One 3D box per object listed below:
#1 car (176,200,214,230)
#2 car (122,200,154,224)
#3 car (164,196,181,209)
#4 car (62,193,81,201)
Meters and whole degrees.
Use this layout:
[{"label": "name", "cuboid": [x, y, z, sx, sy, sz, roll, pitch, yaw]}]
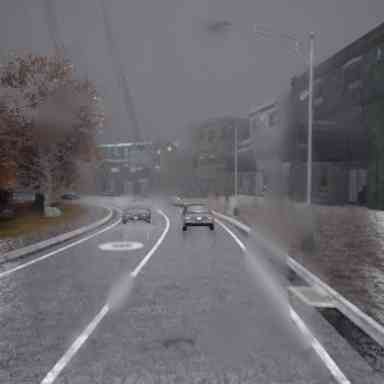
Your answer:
[{"label": "car", "cuboid": [0.246, 1.442, 20.357, 2.033, 1.411, 5.357, 0, 1, -3]}, {"label": "car", "cuboid": [-3.763, 1.369, 23.378, 1.837, 1.490, 4.892, 0, 0, -5]}, {"label": "car", "cuboid": [-2.263, 1.170, 39.646, 2.033, 1.411, 5.357, -1, 1, -11]}, {"label": "car", "cuboid": [-21.924, 0.846, 60.352, 4.181, 1.385, 1.994, 1, 3, 43]}]
